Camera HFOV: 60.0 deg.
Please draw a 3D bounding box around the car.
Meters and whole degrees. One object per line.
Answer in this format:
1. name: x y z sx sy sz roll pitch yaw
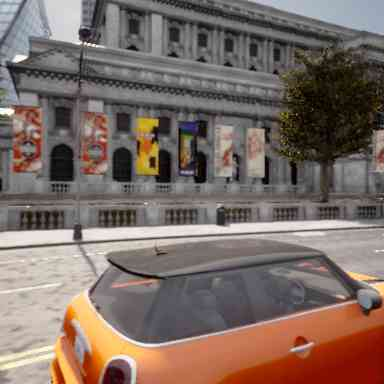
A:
1. car: 0.875 1.356 3.896 4.553 1.767 2.097 0 0 -31
